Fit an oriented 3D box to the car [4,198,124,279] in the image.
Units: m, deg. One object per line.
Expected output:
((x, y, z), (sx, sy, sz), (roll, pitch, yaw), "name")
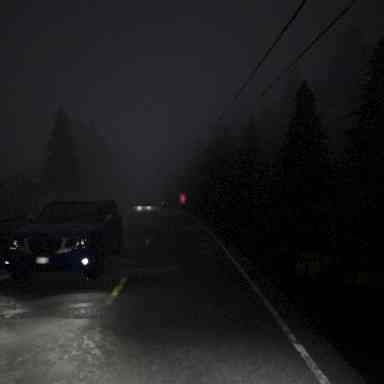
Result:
((-3.548, 1.221, 10.432), (2.150, 2.045, 5.566), (0, 0, -2), "car")

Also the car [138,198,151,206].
((-7.660, 1.589, 53.829), (1.895, 1.301, 4.718), (0, 0, -7), "car")

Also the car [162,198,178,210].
((-2.836, 1.479, 42.150), (2.128, 1.511, 4.902), (0, 0, -7), "car")
